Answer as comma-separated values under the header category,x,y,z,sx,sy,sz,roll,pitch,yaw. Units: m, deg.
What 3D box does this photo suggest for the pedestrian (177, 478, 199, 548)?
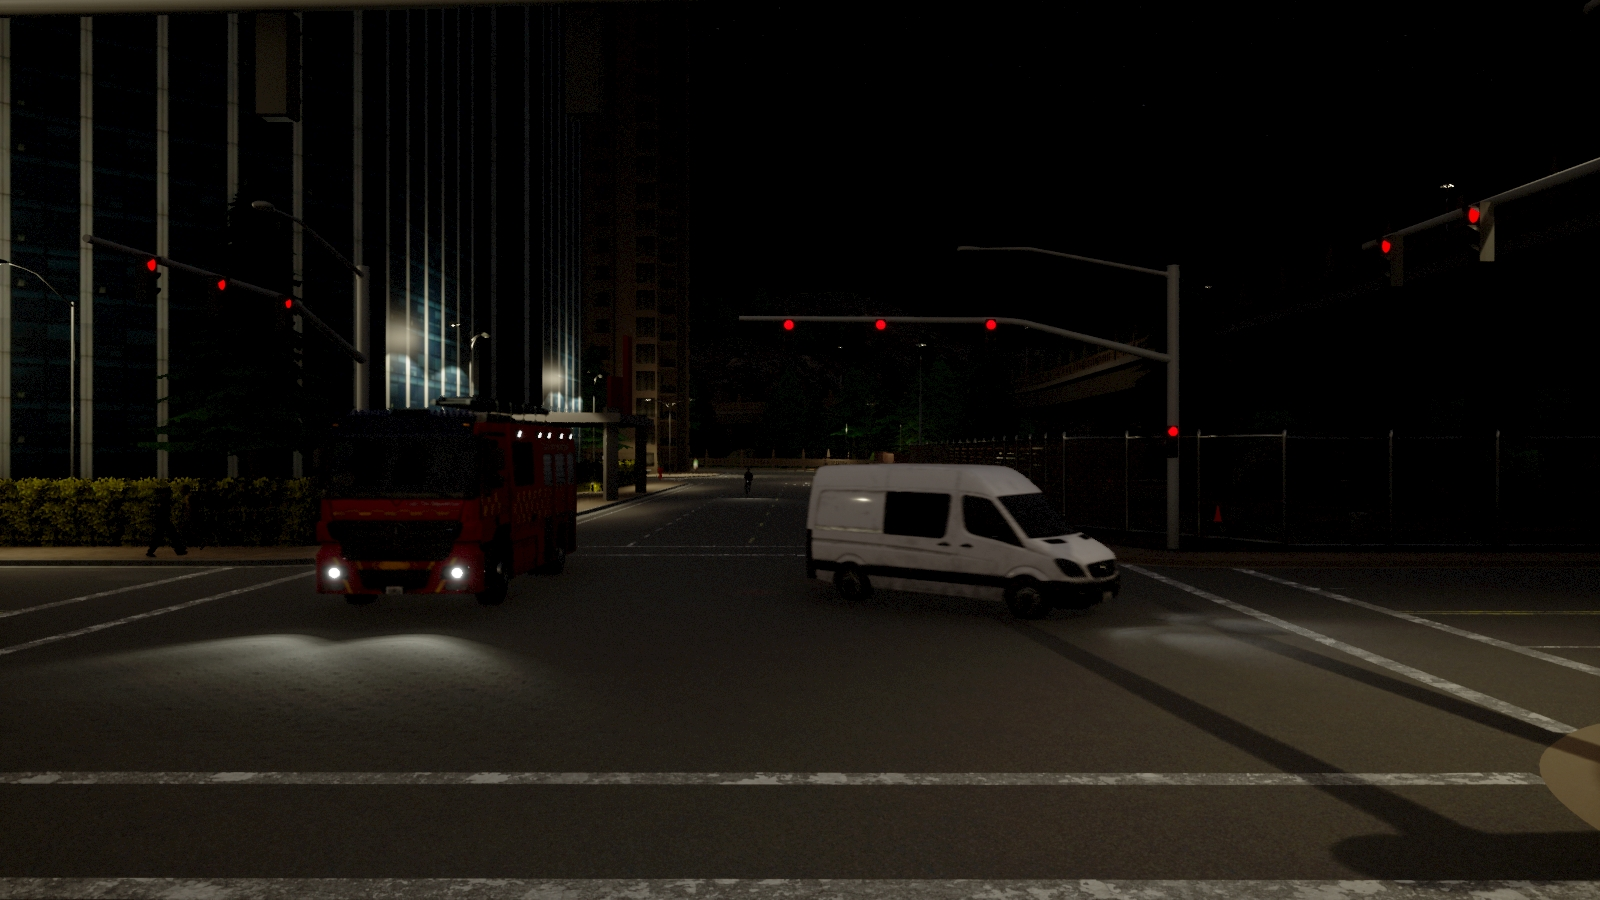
category,x,y,z,sx,sy,sz,roll,pitch,yaw
pedestrian,-16.450,1.695,30.726,0.375,1.860,0.375,0,0,3

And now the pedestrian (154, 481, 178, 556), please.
category,x,y,z,sx,sy,sz,roll,pitch,yaw
pedestrian,-15.764,1.698,28.411,0.375,1.860,0.375,0,0,2

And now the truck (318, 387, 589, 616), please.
category,x,y,z,sx,sy,sz,roll,pitch,yaw
truck,-6.583,0.867,23.336,2.891,3.827,8.468,0,0,0

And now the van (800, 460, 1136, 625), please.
category,x,y,z,sx,sy,sz,roll,pitch,yaw
van,2.910,1.504,20.954,5.915,2.561,1.988,0,1,40
